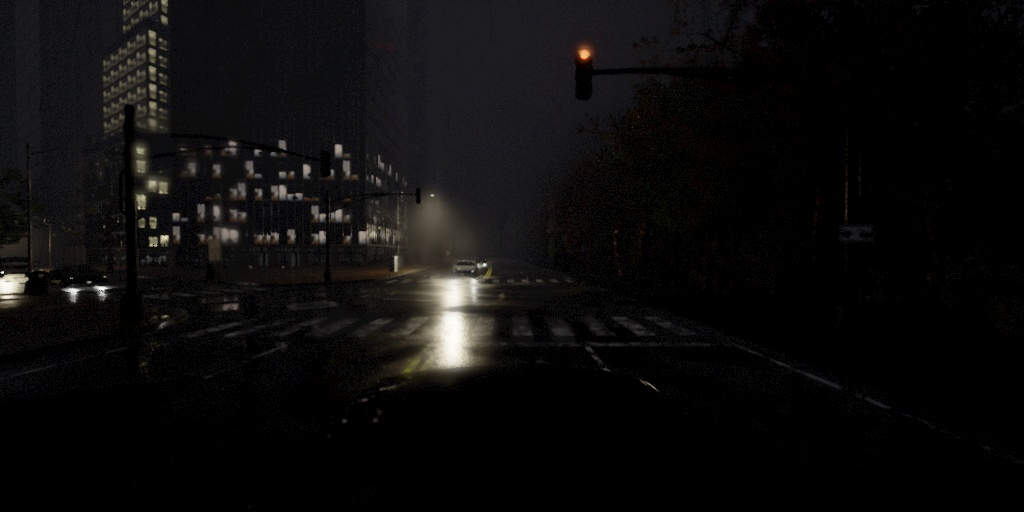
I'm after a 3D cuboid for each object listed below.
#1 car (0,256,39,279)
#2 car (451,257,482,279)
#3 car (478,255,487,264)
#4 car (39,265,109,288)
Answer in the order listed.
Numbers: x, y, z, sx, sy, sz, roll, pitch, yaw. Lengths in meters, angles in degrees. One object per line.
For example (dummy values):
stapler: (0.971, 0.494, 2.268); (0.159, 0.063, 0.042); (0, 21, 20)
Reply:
car: (-46.224, 1.019, 33.338); (5.566, 2.045, 2.150); (-1, 0, 29)
car: (-3.658, 1.048, 28.527); (1.812, 1.442, 4.674); (0, 2, -2)
car: (-5.449, 0.628, 64.606); (2.128, 1.511, 4.902); (0, 1, -4)
car: (-29.308, 1.288, 24.141); (5.357, 1.411, 2.033); (0, 0, 28)
